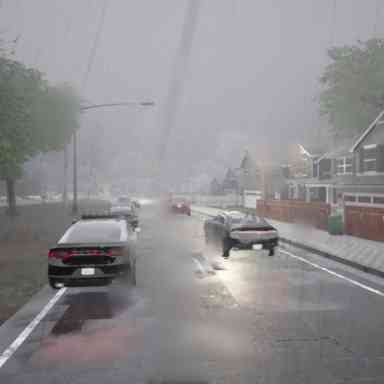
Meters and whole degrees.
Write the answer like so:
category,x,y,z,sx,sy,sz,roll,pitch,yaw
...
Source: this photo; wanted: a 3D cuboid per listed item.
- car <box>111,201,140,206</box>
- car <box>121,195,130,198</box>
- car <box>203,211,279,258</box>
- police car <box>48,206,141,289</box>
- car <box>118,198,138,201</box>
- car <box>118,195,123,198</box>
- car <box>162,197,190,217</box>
category,x,y,z,sx,sy,sz,roll,pitch,yaw
car,-4.025,1.472,19.143,1.837,1.490,4.892,0,0,-10
car,-8.037,1.477,44.093,1.895,1.301,4.718,0,0,-14
car,1.662,1.474,12.725,2.128,1.511,4.902,0,0,-9
police car,-2.492,1.415,9.354,1.930,1.638,5.238,0,0,-8
car,-5.081,1.474,25.061,1.812,1.442,4.674,0,0,-11
car,-12.460,1.279,60.979,1.882,1.535,5.008,0,0,-16
car,-1.524,1.275,30.884,2.097,1.767,4.553,0,0,-11
